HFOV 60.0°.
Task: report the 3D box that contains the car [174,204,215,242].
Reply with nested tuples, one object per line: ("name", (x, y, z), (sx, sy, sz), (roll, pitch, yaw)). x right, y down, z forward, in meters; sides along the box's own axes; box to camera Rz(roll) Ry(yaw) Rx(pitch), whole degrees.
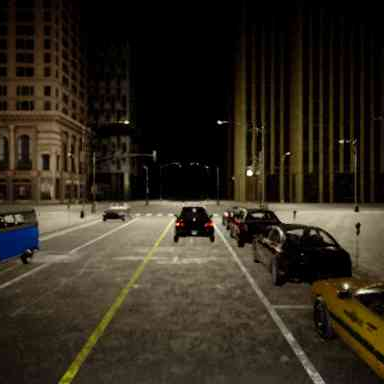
("car", (0.095, 1.507, 16.095), (1.812, 1.442, 4.674), (0, 0, 0))

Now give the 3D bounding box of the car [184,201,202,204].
("car", (0.079, 1.459, 25.833), (2.128, 1.511, 4.902), (0, 0, 0))

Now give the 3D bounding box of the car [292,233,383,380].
("car", (2.761, 1.521, 3.707), (1.752, 1.417, 4.829), (0, 0, 0))

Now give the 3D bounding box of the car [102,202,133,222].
("car", (-5.766, 1.519, 26.099), (2.008, 1.369, 4.403), (0, 0, 0))

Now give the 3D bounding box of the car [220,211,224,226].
("car", (2.760, 1.526, 20.460), (2.008, 1.369, 4.403), (0, 0, 0))

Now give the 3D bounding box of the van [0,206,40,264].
("van", (-5.765, 1.331, 9.176), (1.690, 1.788, 3.998), (0, 0, 0))

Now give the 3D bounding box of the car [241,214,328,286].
("car", (2.761, 1.541, 9.178), (2.008, 1.369, 4.403), (0, 0, 0))

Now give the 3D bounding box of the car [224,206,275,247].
("car", (2.760, 1.423, 14.819), (1.967, 1.590, 4.097), (0, 0, 0))
